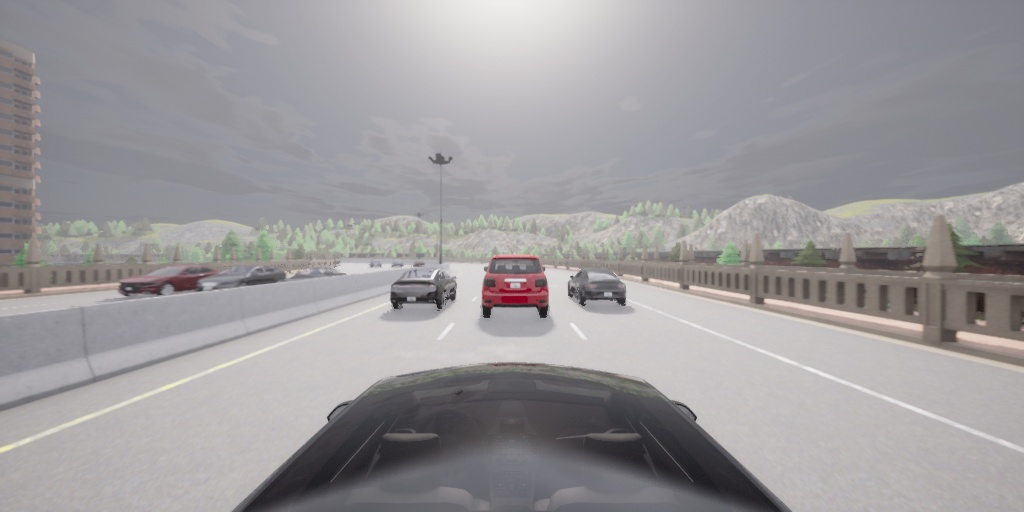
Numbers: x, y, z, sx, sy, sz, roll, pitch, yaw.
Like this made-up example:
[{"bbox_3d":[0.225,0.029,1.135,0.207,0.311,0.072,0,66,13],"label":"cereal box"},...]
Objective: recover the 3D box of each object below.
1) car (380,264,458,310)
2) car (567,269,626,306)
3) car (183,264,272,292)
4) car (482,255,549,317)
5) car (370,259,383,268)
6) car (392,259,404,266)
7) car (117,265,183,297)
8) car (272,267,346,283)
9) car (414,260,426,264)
[{"bbox_3d":[-3.397,1.241,14.541,2.128,1.511,4.902,0,0,0],"label":"car"},{"bbox_3d":[3.605,1.275,15.738,1.812,1.442,4.674,0,0,0],"label":"car"},{"bbox_3d":[-14.104,1.242,19.081,2.128,1.511,4.902,0,0,0],"label":"car"},{"bbox_3d":[0.104,0.971,13.363,2.150,2.045,5.566,0,0,0],"label":"car"},{"bbox_3d":[-22.976,1.245,60.757,2.128,1.511,4.902,0,0,-19],"label":"car"},{"bbox_3d":[-19.622,1.277,61.835,1.812,1.442,4.674,0,0,-19],"label":"car"},{"bbox_3d":[-17.601,1.228,18.960,1.882,1.535,5.008,0,0,0],"label":"car"},{"bbox_3d":[-10.608,1.314,19.579,1.994,1.385,4.181,0,0,0],"label":"car"},{"bbox_3d":[-15.713,1.350,61.164,1.895,1.301,4.718,0,0,-18],"label":"car"}]
